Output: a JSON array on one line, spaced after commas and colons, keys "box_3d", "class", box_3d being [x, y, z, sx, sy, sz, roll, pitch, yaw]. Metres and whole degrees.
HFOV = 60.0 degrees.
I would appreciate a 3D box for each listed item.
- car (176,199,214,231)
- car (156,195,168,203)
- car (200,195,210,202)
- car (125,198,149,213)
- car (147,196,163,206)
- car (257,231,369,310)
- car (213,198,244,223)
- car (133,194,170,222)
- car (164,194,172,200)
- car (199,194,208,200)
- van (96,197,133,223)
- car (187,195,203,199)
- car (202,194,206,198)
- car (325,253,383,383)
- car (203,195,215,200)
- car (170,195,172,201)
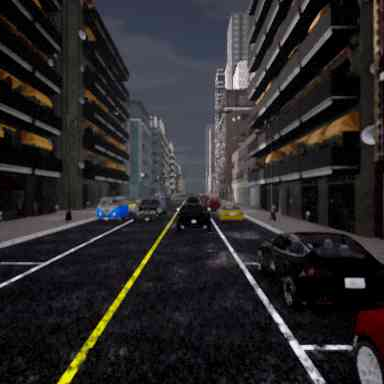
[{"box_3d": [0.097, 1.392, 19.808, 1.882, 1.535, 5.008, 0, 0, 0], "class": "car"}, {"box_3d": [-5.688, 1.286, 62.831, 1.887, 1.381, 4.507, 0, 0, 0], "class": "car"}, {"box_3d": [2.692, 1.287, 68.343, 1.947, 1.339, 4.313, 0, 0, 0], "class": "car"}, {"box_3d": [-5.686, 1.376, 35.045, 1.752, 1.417, 4.829, 1, 0, 0], "class": "car"}, {"box_3d": [-5.688, 1.350, 51.784, 1.947, 1.339, 4.313, 0, 0, 0], "class": "car"}, {"box_3d": [2.697, 1.533, 7.586, 1.947, 1.339, 4.313, 0, 0, 0], "class": "car"}, {"box_3d": [2.696, 1.421, 24.325, 1.752, 1.417, 4.829, 0, 0, 0], "class": "car"}, {"box_3d": [-3.020, 1.244, 24.765, 2.097, 1.767, 4.553, 0, 0, 0], "class": "car"}, {"box_3d": [-5.690, 1.262, 79.401, 1.802, 1.307, 4.206, 0, 0, 0], "class": "car"}, {"box_3d": [2.691, 1.246, 79.390, 1.947, 1.339, 4.313, 0, 0, 0], "class": "car"}, {"box_3d": [-5.683, 1.237, 24.166, 1.690, 1.788, 3.998, 1, 0, 0], "class": "van"}, {"box_3d": [0.096, 1.318, 44.589, 1.837, 1.490, 4.892, 0, 0, 0], "class": "car"}, {"box_3d": [2.693, 1.329, 51.772, 1.887, 1.381, 4.507, 0, 0, 0], "class": "car"}, {"box_3d": [2.697, 1.535, 2.062, 1.887, 1.381, 4.507, 0, 0, 0], "class": "car"}, {"box_3d": [2.694, 1.410, 40.726, 1.802, 1.307, 4.206, 0, 0, 0], "class": "car"}, {"box_3d": [-5.690, 1.266, 73.878, 1.947, 1.339, 4.313, 0, 0, 0], "class": "car"}]
